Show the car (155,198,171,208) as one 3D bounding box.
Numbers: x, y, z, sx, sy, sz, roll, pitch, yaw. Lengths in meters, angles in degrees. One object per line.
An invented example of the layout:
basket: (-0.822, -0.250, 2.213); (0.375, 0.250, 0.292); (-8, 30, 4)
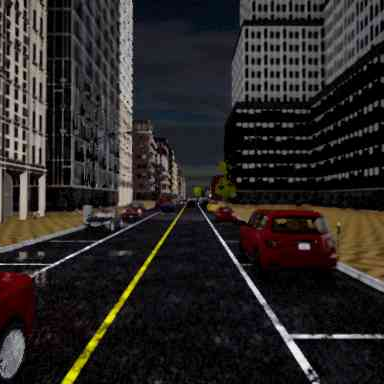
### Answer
car: (-5.690, 2.018, 61.626); (2.192, 1.841, 5.009); (0, -1, 0)

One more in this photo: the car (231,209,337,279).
car: (2.704, 1.430, 10.403); (2.192, 1.841, 5.009); (0, -1, 0)

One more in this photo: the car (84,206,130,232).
car: (-5.688, 1.794, 21.803); (2.008, 1.369, 4.403); (0, -1, 0)

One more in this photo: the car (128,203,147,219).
car: (-5.688, 1.812, 33.181); (1.967, 1.590, 4.097); (0, -1, 0)

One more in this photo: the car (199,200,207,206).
car: (2.654, 2.492, 78.663); (1.802, 1.307, 4.206); (0, -1, 0)

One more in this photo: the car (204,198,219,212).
car: (2.996, 1.976, 46.232); (1.801, 1.575, 5.366); (0, -1, 0)

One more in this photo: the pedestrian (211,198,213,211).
pedestrian: (2.996, 1.850, 49.231); (0.375, 1.860, 0.375); (0, -1, 0)

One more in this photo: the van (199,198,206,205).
van: (2.654, 2.321, 84.355); (1.690, 1.788, 3.998); (0, -1, 0)

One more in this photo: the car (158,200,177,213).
car: (-3.092, 2.105, 44.803); (1.895, 1.301, 4.718); (0, -1, 0)

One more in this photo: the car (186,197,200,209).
car: (-0.005, 2.183, 59.607); (1.837, 1.490, 4.892); (0, -1, 0)

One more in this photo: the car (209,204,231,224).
car: (2.674, 1.888, 27.466); (1.802, 1.307, 4.206); (0, -1, 0)

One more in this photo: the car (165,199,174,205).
car: (-5.694, 2.547, 84.377); (1.947, 1.339, 4.313); (0, -1, 0)

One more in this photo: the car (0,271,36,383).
car: (-3.101, 1.507, 2.592); (1.882, 1.535, 5.008); (0, -1, 0)

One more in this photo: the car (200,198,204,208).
car: (2.656, 2.268, 61.598); (1.947, 1.339, 4.313); (0, -1, 0)
